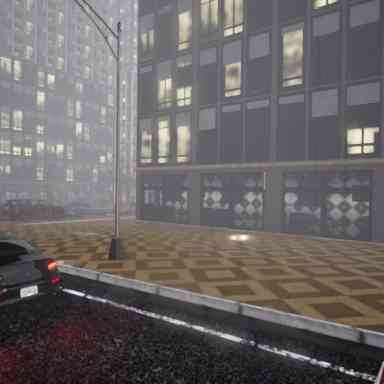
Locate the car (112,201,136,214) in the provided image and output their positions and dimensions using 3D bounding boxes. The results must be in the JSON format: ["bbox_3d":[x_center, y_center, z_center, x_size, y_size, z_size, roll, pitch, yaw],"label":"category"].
[{"bbox_3d":[-6.950,1.828,38.435,1.752,1.417,4.829,1,0,36],"label":"car"}]

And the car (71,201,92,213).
[{"bbox_3d":[-13.829,1.740,38.839,1.994,1.385,4.181,1,0,37],"label":"car"}]

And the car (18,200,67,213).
[{"bbox_3d":[-17.245,1.640,38.591,1.752,1.417,4.829,1,0,36],"label":"car"}]

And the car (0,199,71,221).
[{"bbox_3d":[-13.741,1.517,29.219,2.192,1.841,5.009,1,0,36],"label":"car"}]

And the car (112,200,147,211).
[{"bbox_3d":[-8.538,1.855,46.015,1.895,1.301,4.718,1,0,36],"label":"car"}]

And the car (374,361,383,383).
[{"bbox_3d":[3.243,1.353,1.374,4.553,1.767,2.097,0,0,35],"label":"car"}]

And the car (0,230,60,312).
[{"bbox_3d":[-4.647,1.521,6.987,4.674,1.442,1.812,0,0,35],"label":"car"}]
